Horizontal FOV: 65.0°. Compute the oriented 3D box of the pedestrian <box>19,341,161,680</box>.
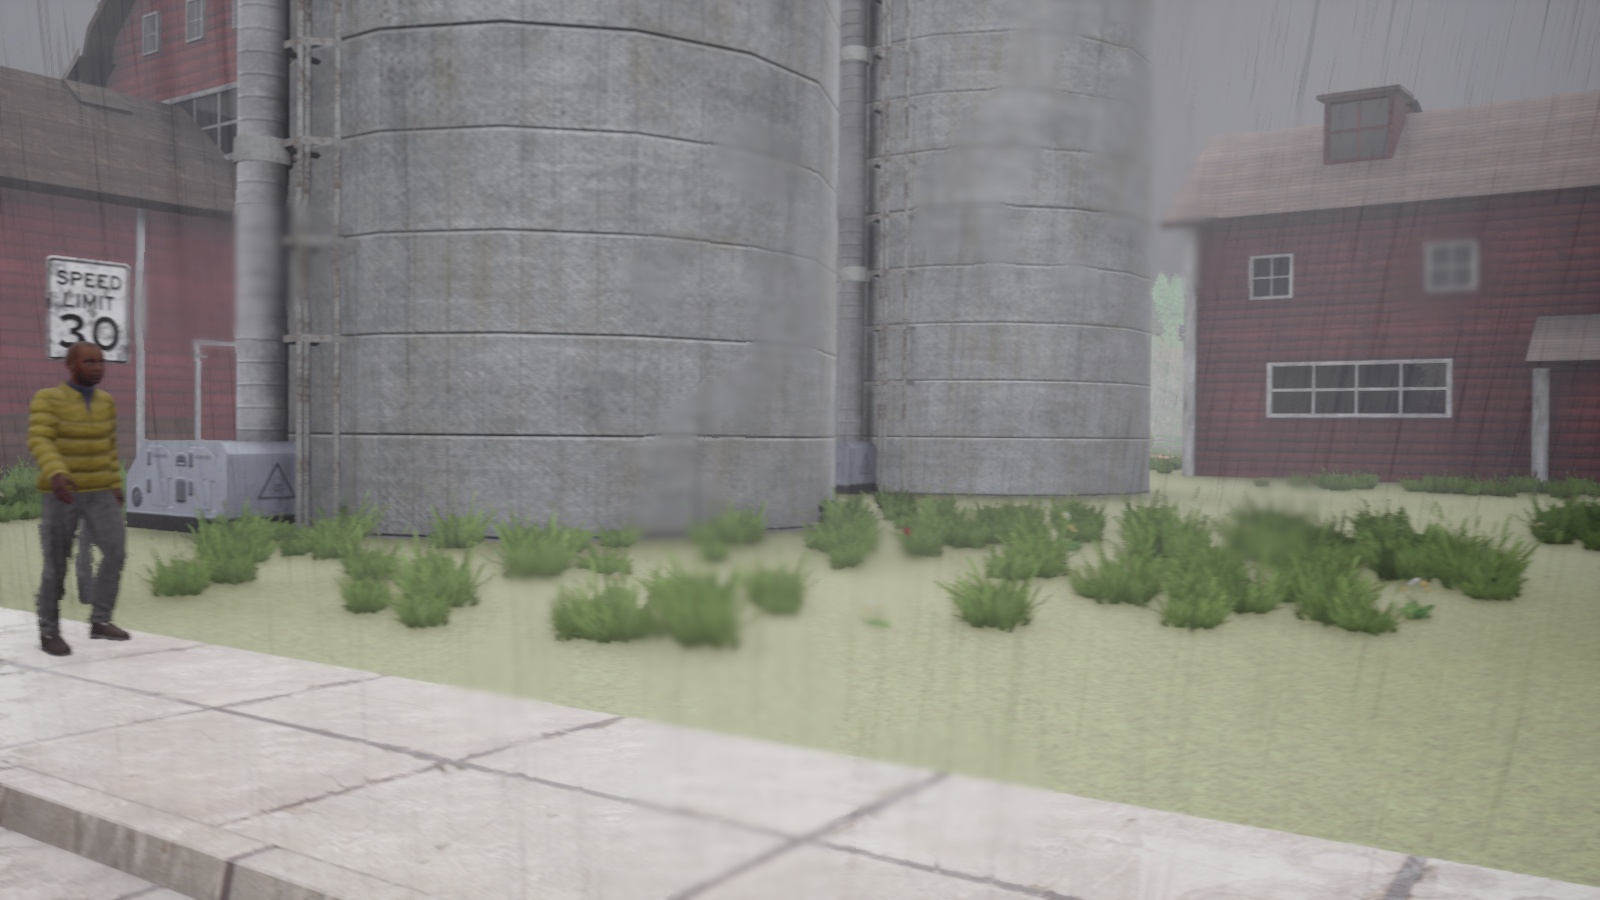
[{"bbox_3d":[-4.035,0.326,7.132,0.726,1.835,0.370,0,1,31],"label":"pedestrian"}]
